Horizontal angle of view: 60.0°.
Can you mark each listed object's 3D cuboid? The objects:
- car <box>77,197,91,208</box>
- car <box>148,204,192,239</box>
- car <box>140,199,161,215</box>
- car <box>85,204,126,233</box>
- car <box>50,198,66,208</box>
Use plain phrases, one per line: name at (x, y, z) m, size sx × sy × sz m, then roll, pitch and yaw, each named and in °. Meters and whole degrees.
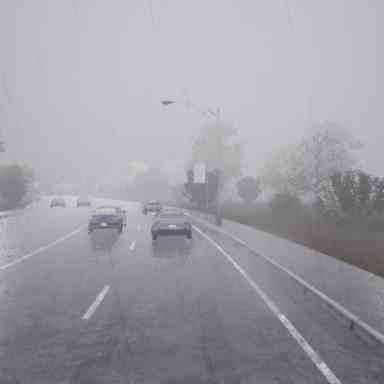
car at (-15.905, 1.497, 48.961) m, size 1.882 × 1.535 × 5.008 m, roll 0°, pitch 0°, yaw -19°
car at (-1.144, 1.567, 17.515) m, size 1.994 × 1.385 × 4.181 m, roll 0°, pitch 0°, yaw -7°
car at (-4.271, 1.502, 34.774) m, size 2.128 × 1.511 × 4.902 m, roll 0°, pitch 0°, yaw -13°
car at (-4.953, 1.536, 19.781) m, size 1.812 × 1.442 × 4.674 m, roll 0°, pitch 0°, yaw -8°
car at (-19.392, 1.584, 48.308) m, size 1.994 × 1.385 × 4.181 m, roll 0°, pitch 0°, yaw -19°
